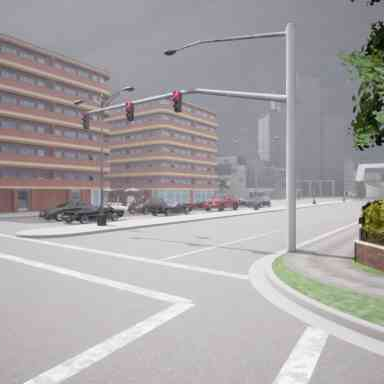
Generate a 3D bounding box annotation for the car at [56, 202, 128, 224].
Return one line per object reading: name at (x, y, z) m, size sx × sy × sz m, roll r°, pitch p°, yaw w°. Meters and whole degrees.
car at (-7.364, 1.601, 24.903) m, size 1.895 × 1.301 × 4.718 m, roll 0°, pitch 0°, yaw 33°

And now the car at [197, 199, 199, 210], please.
car at (0.693, 1.601, 41.864) m, size 1.895 × 1.301 × 4.718 m, roll 0°, pitch 0°, yaw 36°

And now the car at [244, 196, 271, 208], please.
car at (9.680, 1.352, 48.206) m, size 2.097 × 1.767 × 4.553 m, roll 0°, pitch 0°, yaw 36°

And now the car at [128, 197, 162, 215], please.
car at (-4.562, 1.352, 34.649) m, size 2.097 × 1.767 × 4.553 m, roll 0°, pitch 0°, yaw 35°

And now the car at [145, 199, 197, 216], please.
car at (-1.952, 1.599, 32.299) m, size 1.895 × 1.301 × 4.718 m, roll 0°, pitch 0°, yaw 36°

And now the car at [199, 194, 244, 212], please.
car at (3.625, 1.221, 39.942) m, size 2.150 × 2.045 × 5.566 m, roll 0°, pitch 0°, yaw 36°

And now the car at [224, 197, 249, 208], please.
car at (6.746, 1.526, 50.123) m, size 1.812 × 1.442 × 4.674 m, roll 0°, pitch 0°, yaw 36°

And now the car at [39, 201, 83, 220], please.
car at (-9.967, 1.505, 27.238) m, size 1.837 × 1.490 × 4.892 m, roll 0°, pitch 0°, yaw 36°
